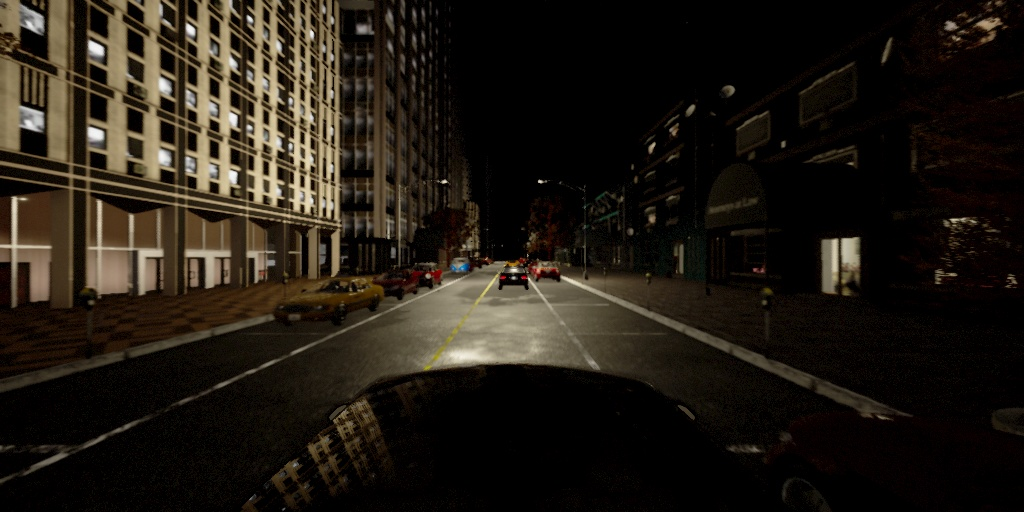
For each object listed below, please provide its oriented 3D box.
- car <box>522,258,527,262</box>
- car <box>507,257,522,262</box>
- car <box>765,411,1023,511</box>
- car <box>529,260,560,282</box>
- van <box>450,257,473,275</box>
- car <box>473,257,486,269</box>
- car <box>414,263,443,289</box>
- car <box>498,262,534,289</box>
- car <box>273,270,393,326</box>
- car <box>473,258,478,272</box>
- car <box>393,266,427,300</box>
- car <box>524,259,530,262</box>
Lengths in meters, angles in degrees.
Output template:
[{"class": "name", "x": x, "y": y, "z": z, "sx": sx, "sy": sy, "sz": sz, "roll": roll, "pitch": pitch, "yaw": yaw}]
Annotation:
[{"class": "car", "x": 2.670, "y": 1.347, "z": 56.256, "sx": 1.948, "sy": 1.339, "sz": 4.313, "roll": 0, "pitch": 0, "yaw": 0}, {"class": "car", "x": 0.083, "y": 1.252, "z": 48.691, "sx": 1.882, "sy": 1.535, "sz": 5.008, "roll": 0, "pitch": 0, "yaw": 0}, {"class": "car", "x": 2.691, "y": 1.332, "z": 0.886, "sx": 1.802, "sy": 1.307, "sz": 4.207, "roll": 0, "pitch": 0, "yaw": 0}, {"class": "car", "x": 2.681, "y": 1.200, "z": 28.570, "sx": 1.967, "sy": 1.591, "sz": 4.097, "roll": 0, "pitch": 0, "yaw": 0}, {"class": "van", "x": -5.704, "y": 1.108, "z": 39.643, "sx": 1.690, "sy": 1.789, "sz": 3.998, "roll": 0, "pitch": 0, "yaw": 0}, {"class": "car", "x": -5.710, "y": 1.096, "z": 56.254, "sx": 2.192, "sy": 1.841, "sz": 5.009, "roll": 0, "pitch": 0, "yaw": 0}, {"class": "car", "x": -5.698, "y": 1.197, "z": 23.033, "sx": 1.967, "sy": 1.591, "sz": 4.097, "roll": 0, "pitch": 0, "yaw": 0}, {"class": "car", "x": 0.094, "y": 1.305, "z": 23.159, "sx": 2.033, "sy": 1.411, "sz": 5.357, "roll": 0, "pitch": 0, "yaw": 0}, {"class": "car", "x": -5.694, "y": 1.278, "z": 11.789, "sx": 1.751, "sy": 1.417, "sz": 4.829, "roll": 0, "pitch": 0, "yaw": 0}, {"class": "car", "x": -5.706, "y": 1.316, "z": 45.180, "sx": 1.888, "sy": 1.381, "sz": 4.507, "roll": 0, "pitch": 0, "yaw": 0}, {"class": "car", "x": -5.696, "y": 1.337, "z": 17.495, "sx": 1.802, "sy": 1.307, "sz": 4.207, "roll": 0, "pitch": 0, "yaw": 0}, {"class": "car", "x": 2.677, "y": 1.312, "z": 39.645, "sx": 1.888, "sy": 1.381, "sz": 4.507, "roll": 0, "pitch": 0, "yaw": 0}]
